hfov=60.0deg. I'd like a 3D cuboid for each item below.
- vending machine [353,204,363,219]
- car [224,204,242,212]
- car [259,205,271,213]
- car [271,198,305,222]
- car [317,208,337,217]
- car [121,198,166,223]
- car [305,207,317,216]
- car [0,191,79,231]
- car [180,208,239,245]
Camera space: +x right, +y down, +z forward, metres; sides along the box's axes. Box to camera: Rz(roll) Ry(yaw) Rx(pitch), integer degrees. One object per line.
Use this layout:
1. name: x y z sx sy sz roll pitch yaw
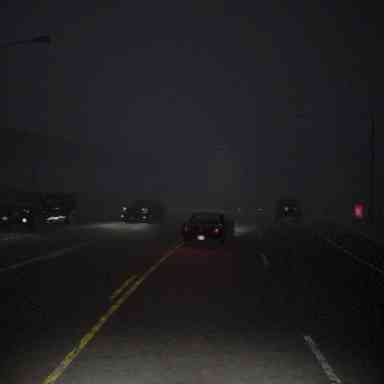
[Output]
1. vending machine: 23.119 2.690 46.251 1.100 2.100 0.880 3 -1 32
2. car: 7.104 2.755 58.110 1.994 1.385 4.181 1 -3 33
3. car: 14.289 3.234 62.478 1.837 1.490 4.892 1 -3 35
4. car: 8.980 1.616 30.771 2.150 2.045 5.566 1 -1 21
5. car: 23.870 3.571 58.161 1.812 1.442 4.674 1 -3 37
6. car: -3.562 1.285 25.151 2.097 1.767 4.553 2 0 15
7. car: 21.415 3.500 60.641 1.882 1.535 5.008 1 -4 37
8. car: -8.606 0.960 18.993 2.150 2.045 5.566 2 0 11
9. car: 0.933 1.660 16.218 1.895 1.301 4.718 2 0 14
